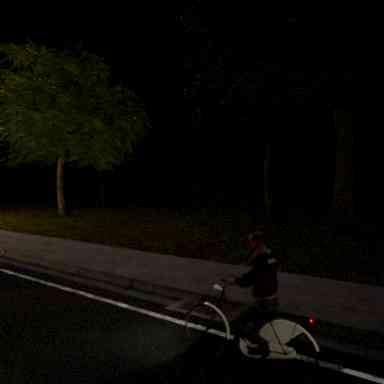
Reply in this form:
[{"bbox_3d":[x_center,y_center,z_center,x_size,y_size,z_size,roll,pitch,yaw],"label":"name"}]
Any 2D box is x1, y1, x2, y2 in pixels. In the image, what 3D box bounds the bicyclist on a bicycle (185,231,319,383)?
[{"bbox_3d":[0.640,1.361,4.204,1.843,1.776,0.659,1,0,36],"label":"bicyclist on a bicycle"}]
